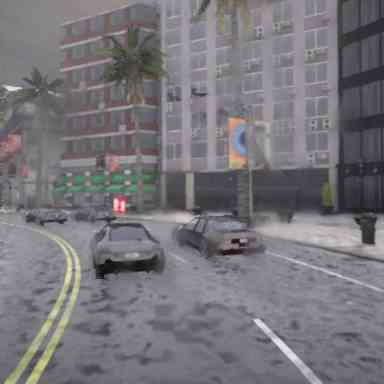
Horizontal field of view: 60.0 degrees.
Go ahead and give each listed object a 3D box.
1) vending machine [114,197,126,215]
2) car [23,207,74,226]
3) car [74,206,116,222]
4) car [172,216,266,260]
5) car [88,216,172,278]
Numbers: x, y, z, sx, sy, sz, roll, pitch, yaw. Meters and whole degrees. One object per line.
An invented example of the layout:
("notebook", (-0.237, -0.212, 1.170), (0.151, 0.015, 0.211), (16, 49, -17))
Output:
("vending machine", (-8.287, 1.592, 38.291), (0.880, 2.100, 1.100), (-1, -1, 41))
("car", (-11.808, 1.877, 26.603), (2.033, 1.411, 5.357), (0, -1, -44))
("car", (-8.326, 1.857, 27.927), (2.033, 1.411, 5.357), (0, -1, -42))
("car", (0.782, 1.652, 13.098), (2.033, 1.411, 5.357), (0, -1, -21))
("car", (-2.200, 1.675, 10.726), (1.994, 1.385, 4.181), (0, -1, -18))
